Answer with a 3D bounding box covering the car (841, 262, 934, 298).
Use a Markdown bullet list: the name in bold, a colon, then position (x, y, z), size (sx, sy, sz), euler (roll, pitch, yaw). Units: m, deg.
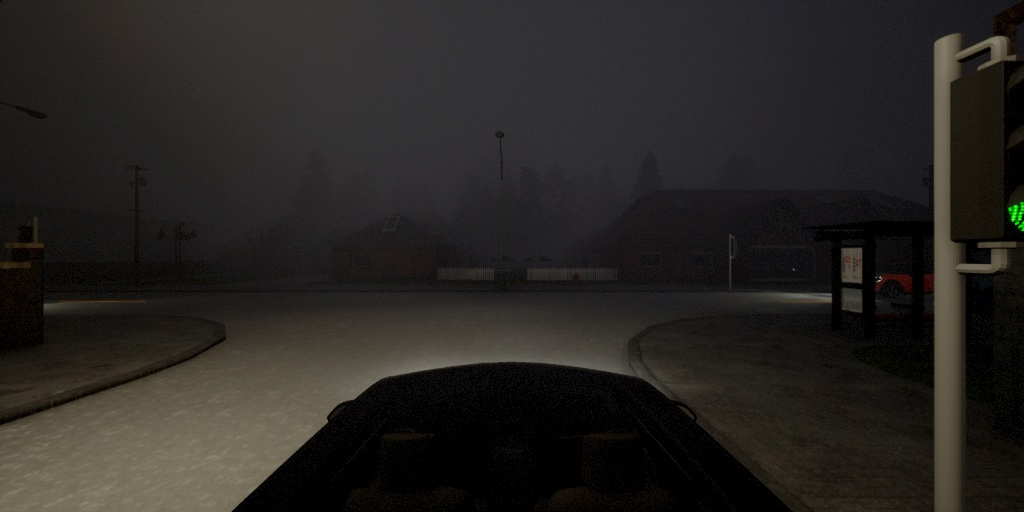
- **car**: position (19.214, 1.109, 17.824), size (4.553, 1.767, 2.097), euler (0, 0, 0)
